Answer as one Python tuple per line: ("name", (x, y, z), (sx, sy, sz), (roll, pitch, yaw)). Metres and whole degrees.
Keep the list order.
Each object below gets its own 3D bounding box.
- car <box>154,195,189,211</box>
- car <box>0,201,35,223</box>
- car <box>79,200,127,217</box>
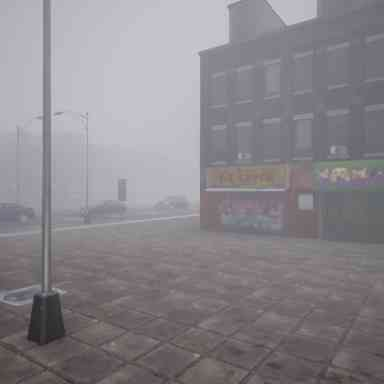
("car", (-2.308, 1.237, 38.495), (2.097, 1.767, 4.553), (0, 0, 35))
("car", (-13.390, 1.432, 22.690), (1.882, 1.535, 5.008), (0, 0, 35))
("car", (-8.027, 1.446, 30.346), (1.812, 1.442, 4.674), (0, 0, 35))
